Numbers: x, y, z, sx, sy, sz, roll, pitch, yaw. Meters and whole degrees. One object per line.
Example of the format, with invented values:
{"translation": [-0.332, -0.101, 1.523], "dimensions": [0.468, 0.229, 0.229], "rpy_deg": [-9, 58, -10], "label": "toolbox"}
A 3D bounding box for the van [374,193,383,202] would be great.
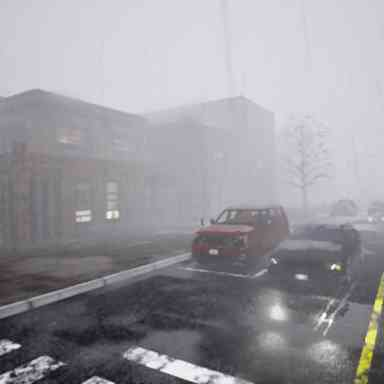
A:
{"translation": [40.875, 1.181, 72.455], "dimensions": [1.690, 1.788, 3.998], "rpy_deg": [-2, -1, 33], "label": "van"}

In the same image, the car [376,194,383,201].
{"translation": [43.870, 1.261, 77.126], "dimensions": [1.967, 1.590, 4.097], "rpy_deg": [-2, -1, 33], "label": "car"}

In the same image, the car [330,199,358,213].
{"translation": [13.948, 1.449, 30.403], "dimensions": [1.967, 1.590, 4.097], "rpy_deg": [-2, -1, 33], "label": "car"}

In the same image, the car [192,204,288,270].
{"translation": [1.977, 1.398, 11.715], "dimensions": [2.192, 1.841, 5.009], "rpy_deg": [-2, -1, 33], "label": "car"}

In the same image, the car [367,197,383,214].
{"translation": [18.008, 1.505, 31.864], "dimensions": [2.033, 1.411, 5.357], "rpy_deg": [-1, 0, 33], "label": "car"}

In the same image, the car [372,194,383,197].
{"translation": [31.904, 1.447, 58.436], "dimensions": [2.008, 1.369, 4.403], "rpy_deg": [-2, -1, 33], "label": "car"}

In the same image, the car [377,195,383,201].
{"translation": [46.865, 1.346, 81.798], "dimensions": [1.887, 1.381, 4.507], "rpy_deg": [-2, -1, 33], "label": "car"}

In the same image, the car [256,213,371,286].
{"translation": [3.974, 1.592, 10.019], "dimensions": [2.033, 1.411, 5.357], "rpy_deg": [-1, 0, 33], "label": "car"}

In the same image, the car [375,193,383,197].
{"translation": [37.883, 1.173, 67.783], "dimensions": [2.192, 1.841, 5.009], "rpy_deg": [-2, -1, 33], "label": "car"}
